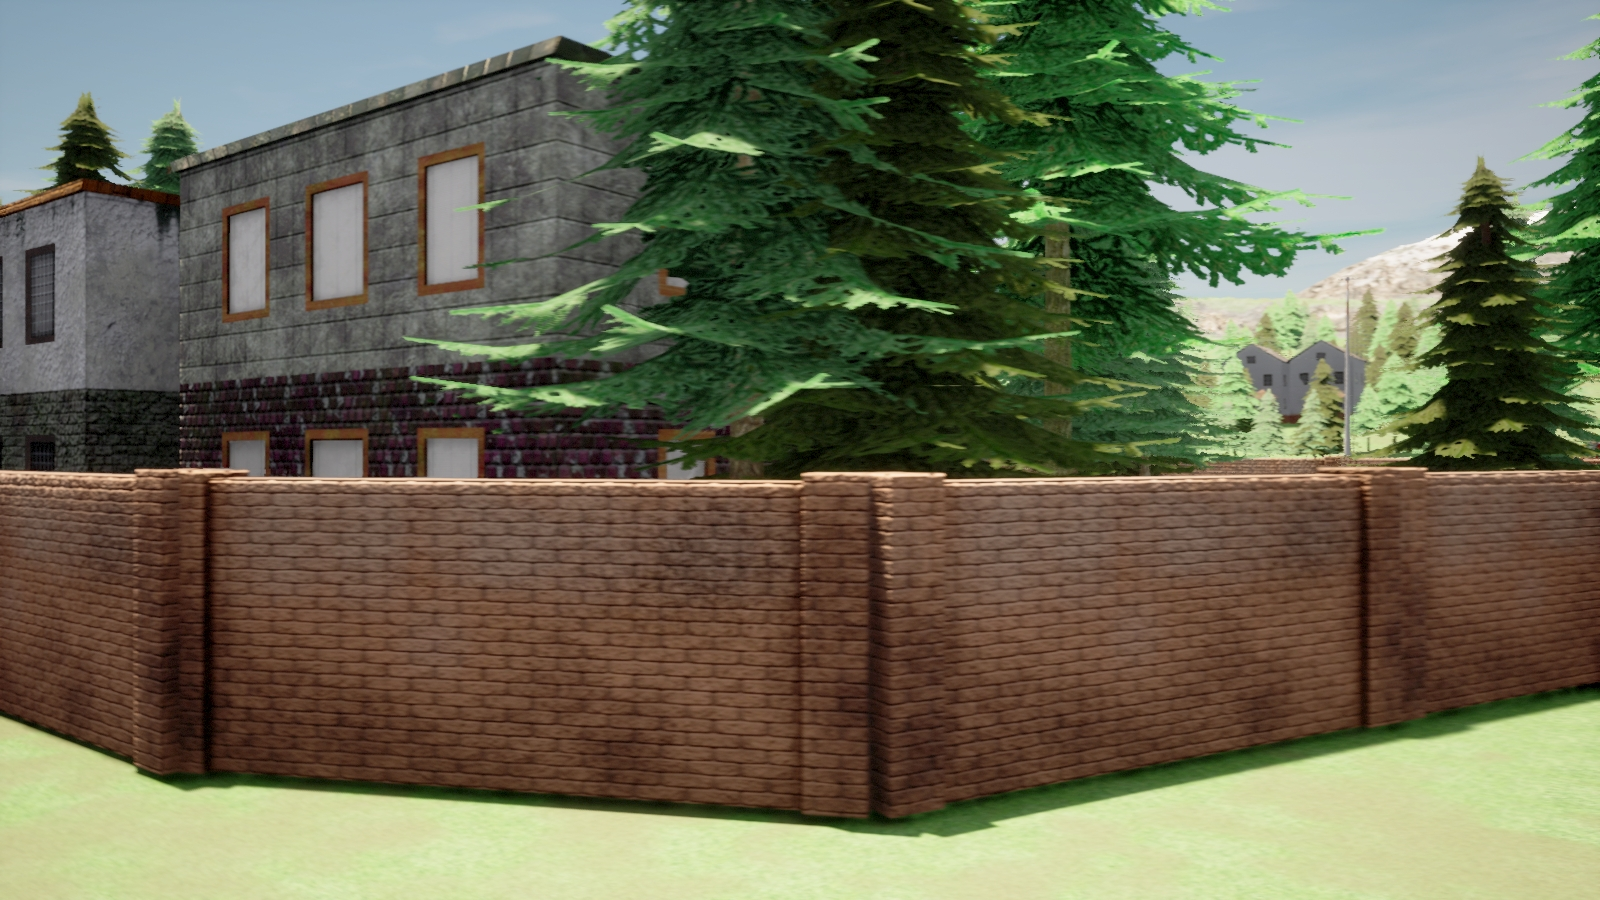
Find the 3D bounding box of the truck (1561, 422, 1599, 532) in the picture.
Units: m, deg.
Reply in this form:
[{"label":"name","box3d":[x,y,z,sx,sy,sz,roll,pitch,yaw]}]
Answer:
[{"label":"truck","box3d":[31.026,0.939,38.784,8.468,3.827,2.891,0,0,37]}]
